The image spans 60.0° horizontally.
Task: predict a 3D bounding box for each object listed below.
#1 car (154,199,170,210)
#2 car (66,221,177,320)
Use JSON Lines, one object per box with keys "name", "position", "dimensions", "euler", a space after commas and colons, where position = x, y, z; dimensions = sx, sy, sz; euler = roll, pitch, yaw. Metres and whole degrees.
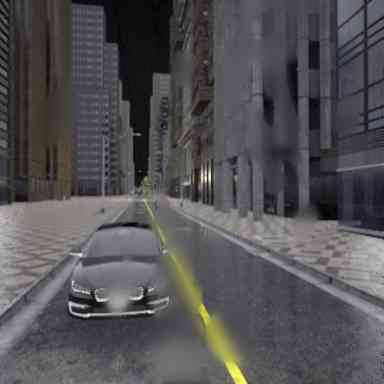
{"name": "car", "position": [-3.844, 1.554, 42.540], "dimensions": [2.033, 1.411, 5.357], "euler": [0, 0, -9]}
{"name": "car", "position": [-1.525, 1.506, 7.631], "dimensions": [1.837, 1.490, 4.892], "euler": [0, 0, -9]}
